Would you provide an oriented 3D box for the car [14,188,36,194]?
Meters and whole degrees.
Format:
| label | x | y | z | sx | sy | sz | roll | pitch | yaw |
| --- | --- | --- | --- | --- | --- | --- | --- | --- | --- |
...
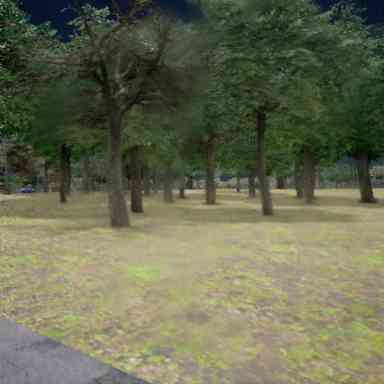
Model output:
| label | x | y | z | sx | sy | sz | roll | pitch | yaw |
| --- | --- | --- | --- | --- | --- | --- | --- | --- | --- |
| car | -37.780 | -0.160 | 75.337 | 1.812 | 1.442 | 4.674 | -2 | 0 | 34 |
